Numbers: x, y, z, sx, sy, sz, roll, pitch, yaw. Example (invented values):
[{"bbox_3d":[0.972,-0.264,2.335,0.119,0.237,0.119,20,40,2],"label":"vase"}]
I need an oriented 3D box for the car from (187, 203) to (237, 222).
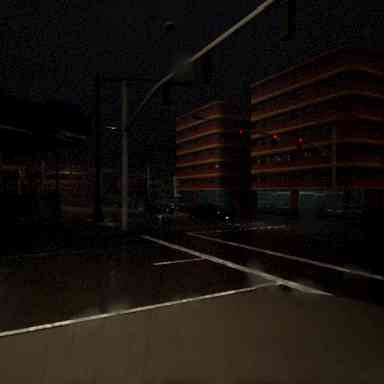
[{"bbox_3d":[1.513,1.601,26.797,1.895,1.301,4.718,0,0,-31],"label":"car"}]

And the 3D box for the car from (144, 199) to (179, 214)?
[{"bbox_3d":[-3.591,1.526,35.435,1.812,1.442,4.674,0,0,-30],"label":"car"}]

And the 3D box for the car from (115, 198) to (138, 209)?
[{"bbox_3d":[-8.735,1.505,44.152,1.837,1.490,4.892,0,0,-31],"label":"car"}]

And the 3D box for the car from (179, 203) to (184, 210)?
[{"bbox_3d":[-2.905,1.601,41.529,1.895,1.301,4.718,0,0,-30],"label":"car"}]
